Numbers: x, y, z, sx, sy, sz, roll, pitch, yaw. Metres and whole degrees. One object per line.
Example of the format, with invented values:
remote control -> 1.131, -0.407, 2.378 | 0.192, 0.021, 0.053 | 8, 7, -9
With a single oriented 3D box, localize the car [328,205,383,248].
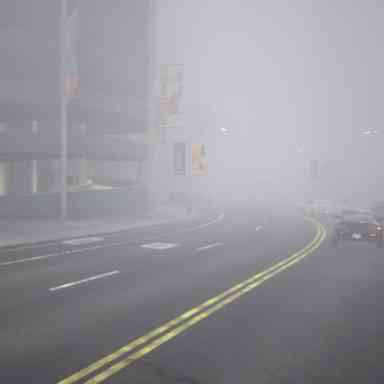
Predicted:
car -> 7.274, 1.479, 14.583 | 1.812, 1.442, 4.674 | 1, 0, 27

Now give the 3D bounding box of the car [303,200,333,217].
car -> 11.323, 1.418, 29.724 | 1.812, 1.442, 4.674 | 0, 0, 5

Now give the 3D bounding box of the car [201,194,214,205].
car -> 1.484, 1.071, 53.289 | 2.097, 1.767, 4.553 | 0, 1, -34

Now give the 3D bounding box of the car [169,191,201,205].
car -> -1.464, 0.939, 51.604 | 2.150, 2.045, 5.566 | 0, 0, -35

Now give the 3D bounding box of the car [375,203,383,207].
car -> 14.126, 1.483, 24.025 | 2.033, 1.411, 5.357 | 0, 0, 11
